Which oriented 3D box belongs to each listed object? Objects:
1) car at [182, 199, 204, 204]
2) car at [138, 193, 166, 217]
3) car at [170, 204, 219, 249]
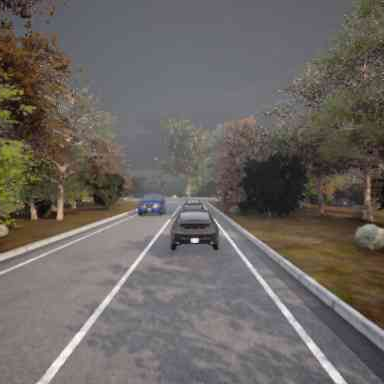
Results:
[{"bbox_3d":[0.104,1.395,30.868,2.128,1.511,4.902,0,0,0],"label":"car"},{"bbox_3d":[-3.595,1.125,30.915,2.150,2.045,5.566,0,0,0],"label":"car"},{"bbox_3d":[0.102,1.475,14.355,1.837,1.490,4.892,0,0,0],"label":"car"}]
